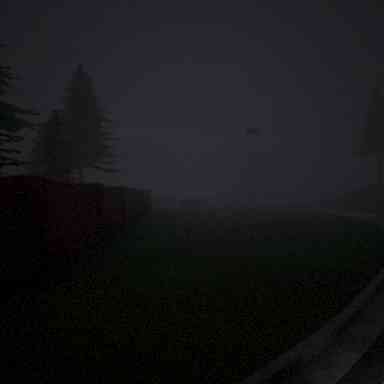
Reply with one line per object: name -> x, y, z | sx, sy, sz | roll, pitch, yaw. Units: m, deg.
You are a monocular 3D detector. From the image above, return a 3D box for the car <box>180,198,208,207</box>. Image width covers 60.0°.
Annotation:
car -> 0.245, 1.595, 49.963 | 4.181, 1.385, 1.994 | 0, 0, 16
